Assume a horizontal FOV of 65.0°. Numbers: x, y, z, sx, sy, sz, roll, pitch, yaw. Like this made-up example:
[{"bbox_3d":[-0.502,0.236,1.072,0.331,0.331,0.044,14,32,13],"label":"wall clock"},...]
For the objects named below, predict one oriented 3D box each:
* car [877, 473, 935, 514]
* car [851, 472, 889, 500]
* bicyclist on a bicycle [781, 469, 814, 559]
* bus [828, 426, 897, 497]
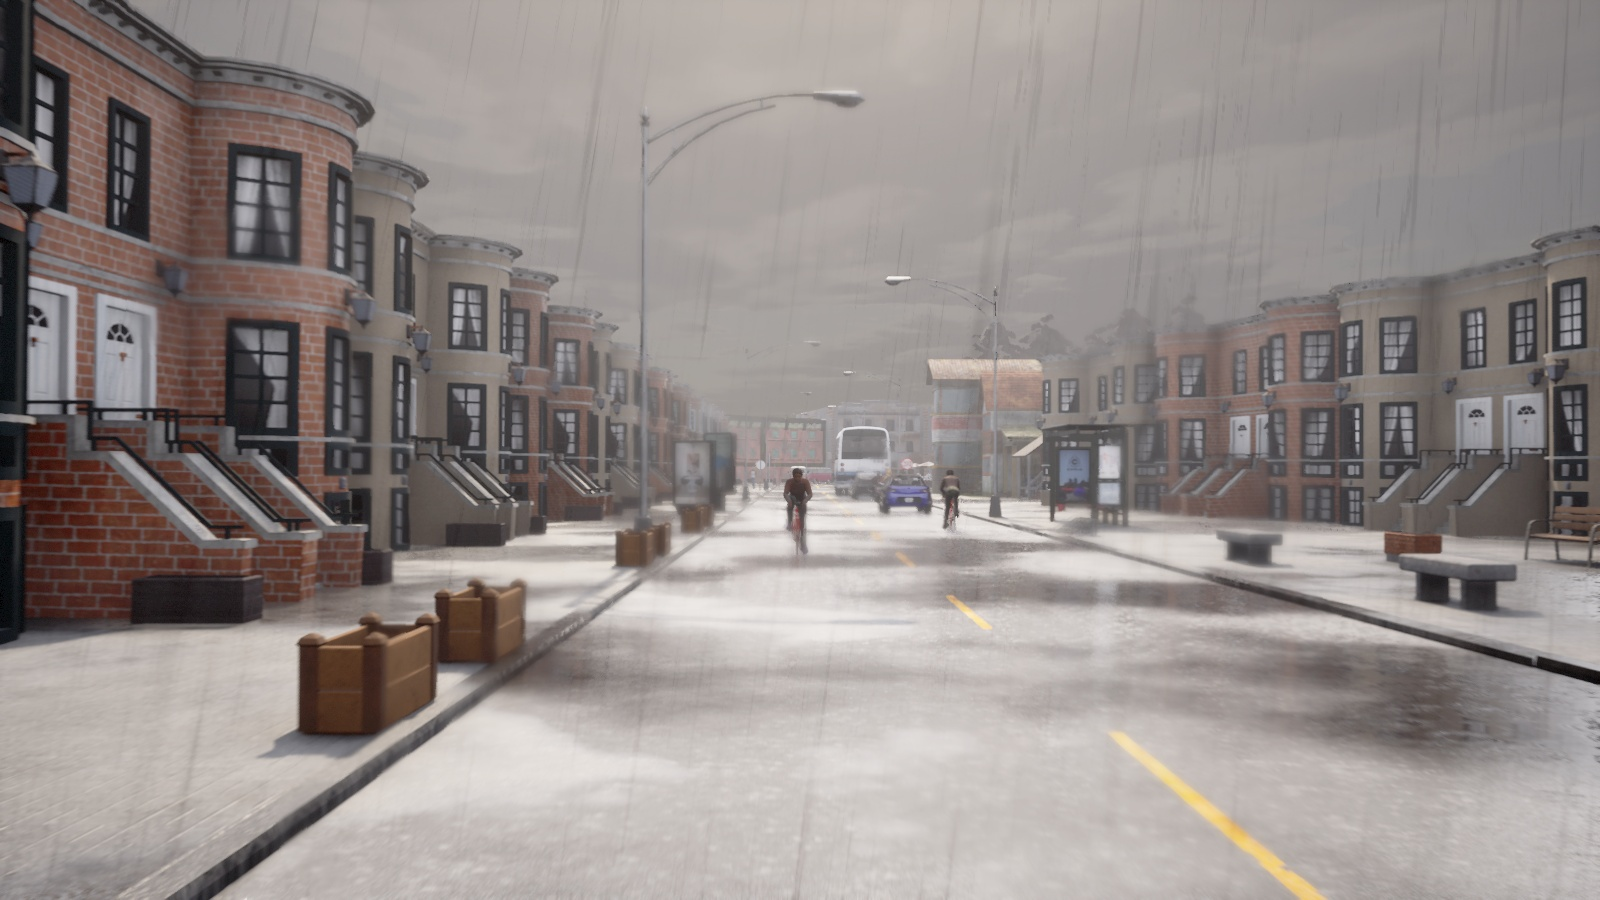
[{"bbox_3d":[3.940,1.604,47.304,1.816,1.474,4.193,0,-1,0],"label":"car"},{"bbox_3d":[3.921,1.991,70.900,1.837,1.490,4.892,0,-1,0],"label":"car"},{"bbox_3d":[-0.040,1.160,23.452,0.582,1.620,1.656,0,-1,0],"label":"bicyclist on a bicycle"},{"bbox_3d":[3.896,0.778,80.993,3.944,4.253,10.273,0,-1,0],"label":"bus"}]
